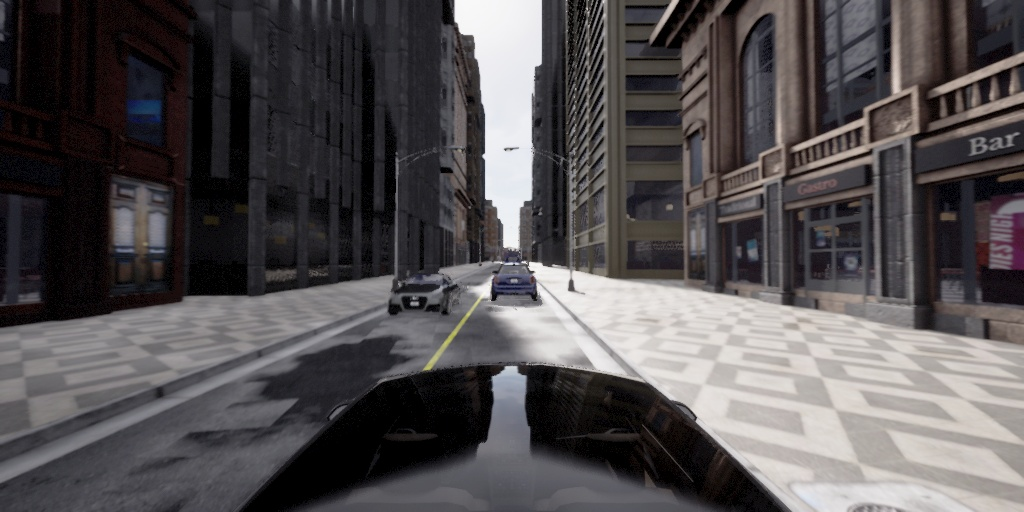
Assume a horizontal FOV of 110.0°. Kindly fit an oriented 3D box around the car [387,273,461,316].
[{"bbox_3d":[-3.099,1.328,13.375,1.994,1.385,4.181,0,0,0],"label":"car"}]

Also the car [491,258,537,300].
[{"bbox_3d":[0.099,1.121,17.962,2.097,1.767,4.553,0,0,0],"label":"car"}]

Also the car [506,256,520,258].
[{"bbox_3d":[0.098,1.049,42.982,2.150,2.045,5.566,0,0,0],"label":"car"}]
